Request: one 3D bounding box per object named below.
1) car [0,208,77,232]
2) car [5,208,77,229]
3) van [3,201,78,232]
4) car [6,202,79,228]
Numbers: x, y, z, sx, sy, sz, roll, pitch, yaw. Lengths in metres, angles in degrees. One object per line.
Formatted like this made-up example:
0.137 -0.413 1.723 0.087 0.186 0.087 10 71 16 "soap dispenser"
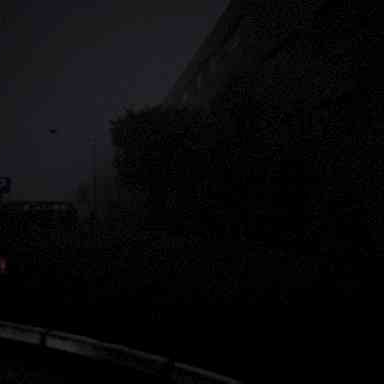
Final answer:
-10.790 1.939 23.806 4.792 1.488 2.163 0 -3 -21 "car"
-11.831 2.059 26.438 5.008 1.535 2.097 0 -4 -21 "car"
-9.716 1.558 21.250 4.442 1.987 1.878 0 -3 -21 "van"
-12.839 1.970 28.991 5.566 2.045 2.435 0 -4 -21 "car"
